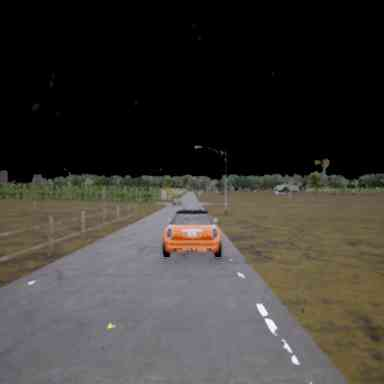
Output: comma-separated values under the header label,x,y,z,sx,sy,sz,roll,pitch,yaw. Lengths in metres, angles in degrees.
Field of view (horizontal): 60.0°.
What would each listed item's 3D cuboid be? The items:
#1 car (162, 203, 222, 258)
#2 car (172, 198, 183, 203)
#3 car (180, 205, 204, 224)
label,x,y,z,sx,sy,sz,roll,pitch,yaw
car,0.016,1.477,13.416,2.097,1.767,4.553,0,-1,0
car,-2.772,1.937,63.528,1.837,1.490,4.892,0,-1,0
car,0.012,1.851,28.246,1.895,1.301,4.718,0,0,0
